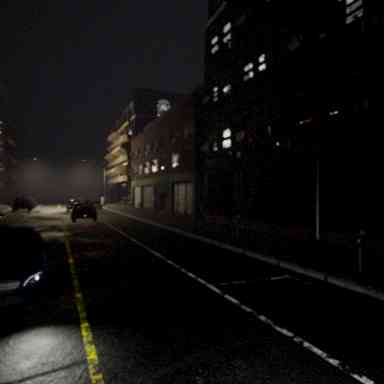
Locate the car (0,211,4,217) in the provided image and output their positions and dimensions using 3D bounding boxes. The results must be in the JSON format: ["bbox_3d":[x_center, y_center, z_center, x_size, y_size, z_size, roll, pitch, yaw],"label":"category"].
[{"bbox_3d":[-9.851,1.335,14.288,2.192,1.841,5.009,1,0,-22],"label":"car"}]

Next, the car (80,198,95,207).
[{"bbox_3d":[-16.985,1.708,53.981,1.887,1.381,4.507,1,0,-22],"label":"car"}]

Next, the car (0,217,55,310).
[{"bbox_3d":[-4.258,1.542,7.688,1.812,1.442,4.674,0,0,-22],"label":"car"}]

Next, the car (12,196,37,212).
[{"bbox_3d":[-20.489,1.401,40.385,2.192,1.841,5.009,1,0,-22],"label":"car"}]

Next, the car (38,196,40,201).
[{"bbox_3d":[-24.747,1.657,50.822,1.887,1.381,4.507,1,0,-22],"label":"car"}]

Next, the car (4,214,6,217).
[{"bbox_3d":[-11.982,1.615,19.506,1.802,1.307,4.206,1,0,-22],"label":"car"}]

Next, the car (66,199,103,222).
[{"bbox_3d":[-8.920,1.575,27.276,2.128,1.511,4.902,0,0,-22],"label":"car"}]

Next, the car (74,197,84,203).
[{"bbox_3d":[-25.495,1.764,74.858,2.008,1.369,4.403,1,0,-22],"label":"car"}]

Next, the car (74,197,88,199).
[{"bbox_3d":[-14.162,1.662,40.124,2.033,1.411,5.357,0,0,-22],"label":"car"}]
